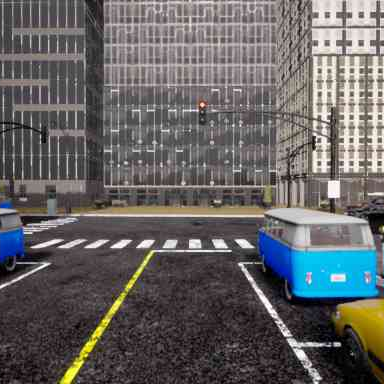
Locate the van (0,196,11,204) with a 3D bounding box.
[{"bbox_3d":[-17.138,1.201,27.486,3.998,1.788,1.690,0,1,0],"label":"van"}]

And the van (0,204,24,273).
[{"bbox_3d":[-5.699,1.339,7.986,1.690,1.788,3.998,-1,0,0],"label":"van"}]

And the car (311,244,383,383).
[{"bbox_3d":[2.682,1.525,2.521,1.752,1.417,4.829,-1,0,0],"label":"car"}]

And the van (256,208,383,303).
[{"bbox_3d":[2.682,1.339,7.953,1.690,1.788,3.998,-1,0,0],"label":"van"}]

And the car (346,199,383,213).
[{"bbox_3d":[13.824,1.544,24.688,4.902,1.511,2.128,0,1,0],"label":"car"}]

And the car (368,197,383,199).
[{"bbox_3d":[15.252,1.339,27.278,5.009,1.841,2.192,0,1,0],"label":"car"}]
